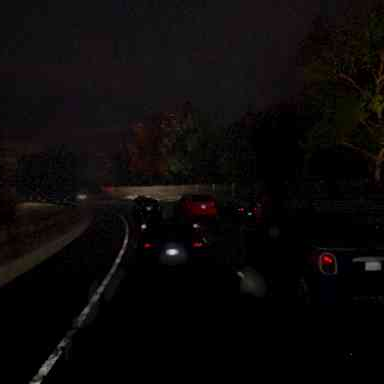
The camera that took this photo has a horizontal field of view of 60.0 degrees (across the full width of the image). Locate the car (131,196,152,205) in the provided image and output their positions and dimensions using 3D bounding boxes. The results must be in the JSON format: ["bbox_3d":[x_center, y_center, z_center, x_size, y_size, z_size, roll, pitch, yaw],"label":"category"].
[{"bbox_3d":[-8.556,1.383,56.070,1.994,1.385,4.181,0,0,-30],"label":"car"}]

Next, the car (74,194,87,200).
[{"bbox_3d":[-27.267,1.322,81.075,1.812,1.442,4.674,0,0,-40],"label":"car"}]

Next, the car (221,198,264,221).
[{"bbox_3d":[3.626,1.415,26.175,1.812,1.442,4.674,0,-1,-14],"label":"car"}]

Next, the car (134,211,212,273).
[{"bbox_3d":[-0.697,1.526,10.652,1.994,1.385,4.181,0,0,-5],"label":"car"}]

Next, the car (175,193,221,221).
[{"bbox_3d":[0.146,1.124,25.836,2.150,2.045,5.566,0,0,-14],"label":"car"}]

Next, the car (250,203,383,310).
[{"bbox_3d":[3.035,1.311,7.948,2.097,1.767,4.553,0,0,-4],"label":"car"}]

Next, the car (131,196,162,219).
[{"bbox_3d":[-3.698,1.266,26.561,2.097,1.767,4.553,0,0,-14],"label":"car"}]
